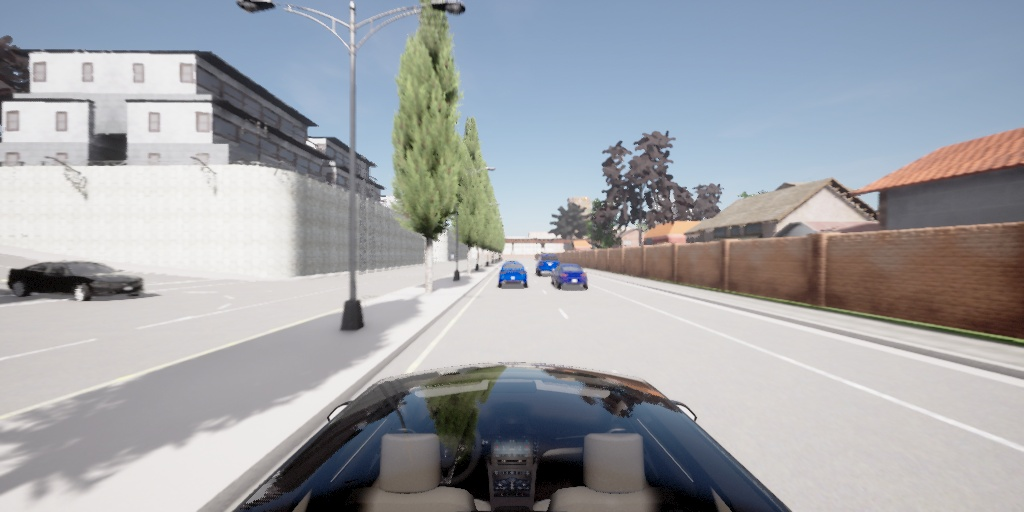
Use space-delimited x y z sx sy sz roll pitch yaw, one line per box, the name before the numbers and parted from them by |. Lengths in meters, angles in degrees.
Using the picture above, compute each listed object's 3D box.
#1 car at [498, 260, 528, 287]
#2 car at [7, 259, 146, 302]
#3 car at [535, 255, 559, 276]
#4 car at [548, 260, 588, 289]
car | 0.060 1.160 23.950 1.882 1.535 5.008 0 0 0
car | -18.005 0.934 14.936 5.008 1.535 1.882 3 0 9
car | 3.536 0.870 35.811 2.150 2.045 5.566 0 0 0
car | 3.555 1.212 22.619 1.812 1.442 4.674 0 0 0
